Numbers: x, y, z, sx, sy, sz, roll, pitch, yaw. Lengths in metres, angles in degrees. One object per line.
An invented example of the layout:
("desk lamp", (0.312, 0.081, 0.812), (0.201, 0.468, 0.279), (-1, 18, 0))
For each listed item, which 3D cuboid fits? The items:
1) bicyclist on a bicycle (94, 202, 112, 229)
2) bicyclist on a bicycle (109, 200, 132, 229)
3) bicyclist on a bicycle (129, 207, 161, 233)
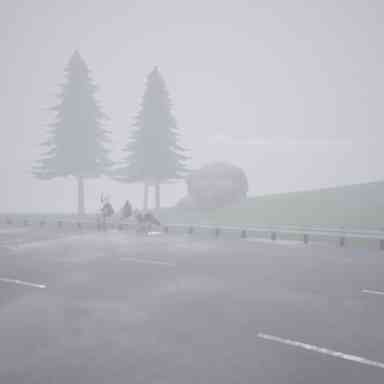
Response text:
("bicyclist on a bicycle", (-5.088, 1.319, 19.763), (0.582, 1.620, 1.656), (2, -12, 36))
("bicyclist on a bicycle", (-3.880, 1.279, 19.438), (0.582, 1.620, 1.656), (6, -19, 16))
("bicyclist on a bicycle", (-2.420, 1.676, 18.169), (1.620, 1.656, 0.582), (-9, -5, 27))
